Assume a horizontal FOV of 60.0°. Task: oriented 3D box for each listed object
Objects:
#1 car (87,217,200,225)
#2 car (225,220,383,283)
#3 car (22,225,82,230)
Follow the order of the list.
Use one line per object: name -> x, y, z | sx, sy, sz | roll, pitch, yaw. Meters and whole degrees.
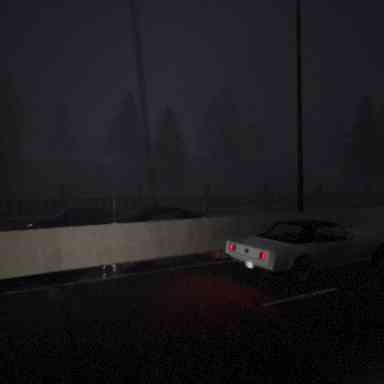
car -> -1.762, 1.329, 14.495 | 5.008, 1.535, 1.882 | -1, 1, -27
car -> 3.376, 1.436, 9.078 | 4.718, 1.301, 1.895 | -1, 1, -26
car -> -5.738, 1.418, 16.311 | 4.674, 1.442, 1.812 | -1, 1, -28
